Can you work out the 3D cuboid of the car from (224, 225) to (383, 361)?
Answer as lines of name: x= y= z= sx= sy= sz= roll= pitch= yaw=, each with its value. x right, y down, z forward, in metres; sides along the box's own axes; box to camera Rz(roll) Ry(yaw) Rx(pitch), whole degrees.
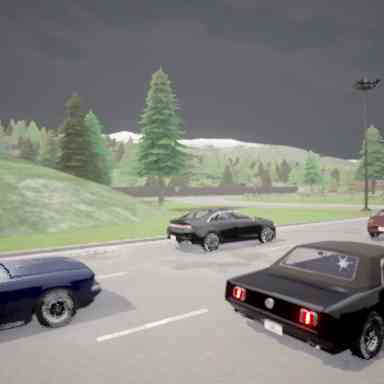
car: x=2.921 y=1.532 z=5.831 sx=4.718 sy=1.301 sz=1.895 roll=-1 pitch=0 yaw=-36

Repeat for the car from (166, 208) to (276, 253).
car: x=1.303 y=1.386 z=13.277 sx=4.902 sy=1.511 sz=2.128 roll=-1 pitch=0 yaw=-35

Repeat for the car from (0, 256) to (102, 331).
car: x=-3.950 y=1.604 z=5.230 sx=4.718 sy=1.301 sz=1.895 roll=-1 pitch=0 yaw=-35

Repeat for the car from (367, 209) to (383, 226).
car: x=9.665 y=1.325 z=14.944 sx=4.674 sy=1.442 sz=1.812 roll=-1 pitch=0 yaw=-36
